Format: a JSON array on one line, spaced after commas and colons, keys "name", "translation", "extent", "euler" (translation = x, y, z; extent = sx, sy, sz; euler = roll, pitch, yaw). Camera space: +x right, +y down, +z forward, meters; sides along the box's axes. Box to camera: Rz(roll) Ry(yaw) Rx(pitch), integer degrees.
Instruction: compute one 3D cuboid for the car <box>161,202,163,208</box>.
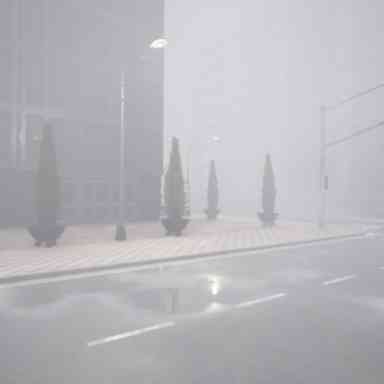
[{"name": "car", "translation": [-5.430, 1.904, 50.238], "extent": [1.895, 1.301, 4.718], "euler": [1, 0, -36]}]
